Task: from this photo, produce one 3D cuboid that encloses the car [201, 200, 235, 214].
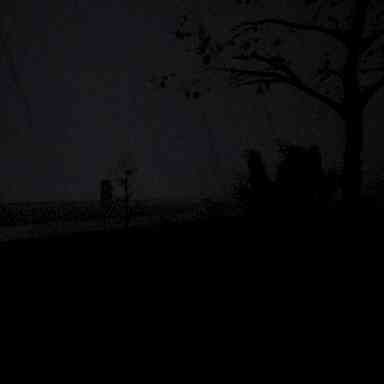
[{"bbox_3d":[2.685,1.553,34.567,1.882,1.535,5.008,0,0,35],"label":"car"}]
